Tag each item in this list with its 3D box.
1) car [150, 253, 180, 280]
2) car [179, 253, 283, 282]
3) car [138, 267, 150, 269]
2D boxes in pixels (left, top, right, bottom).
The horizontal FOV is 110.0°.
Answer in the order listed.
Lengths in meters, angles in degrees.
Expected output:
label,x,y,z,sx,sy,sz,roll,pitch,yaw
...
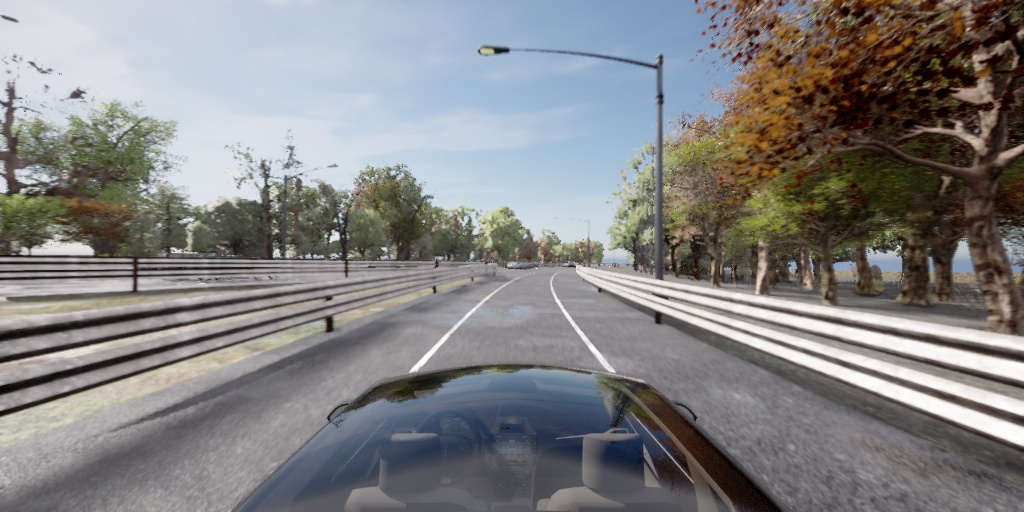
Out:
label,x,y,z,sx,sy,sz,roll,pitch,yaw
car,-20.341,0.639,23.842,2.097,1.767,4.553,0,-1,23
car,-17.105,0.774,22.510,1.882,1.535,5.008,0,-1,23
car,-23.537,0.848,25.275,1.994,1.385,4.181,0,-1,23
